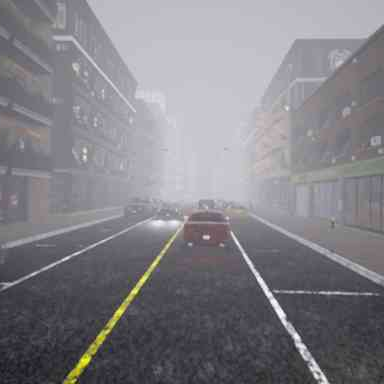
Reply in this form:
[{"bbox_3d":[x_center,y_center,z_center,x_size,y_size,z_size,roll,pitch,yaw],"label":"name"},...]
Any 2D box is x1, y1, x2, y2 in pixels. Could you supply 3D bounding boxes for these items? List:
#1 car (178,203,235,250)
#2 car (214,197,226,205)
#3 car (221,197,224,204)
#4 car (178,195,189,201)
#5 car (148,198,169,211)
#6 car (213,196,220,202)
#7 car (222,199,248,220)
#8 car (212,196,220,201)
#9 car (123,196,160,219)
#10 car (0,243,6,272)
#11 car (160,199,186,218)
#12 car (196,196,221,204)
[{"bbox_3d":[0.632,1.500,14.573,1.882,1.535,5.008,1,0,2],"label":"car"},{"bbox_3d":[5.285,1.679,62.605,2.008,1.369,4.403,1,0,2],"label":"car"},{"bbox_3d":[4.319,1.643,40.082,1.887,1.381,4.507,1,0,2],"label":"car"},{"bbox_3d":[-2.362,1.570,79.862,2.008,1.369,4.403,1,0,2],"label":"car"},{"bbox_3d":[-4.053,1.513,40.446,1.887,1.381,4.507,1,0,2],"label":"car"},{"bbox_3d":[6.260,1.682,85.299,1.752,1.417,4.829,1,0,2],"label":"car"},{"bbox_3d":[3.843,1.609,28.989,1.752,1.417,4.829,1,0,2],"label":"car"},{"bbox_3d":[6.493,1.729,90.761,1.947,1.339,4.313,1,0,2],"label":"car"},{"bbox_3d":[-4.531,1.268,29.183,2.192,1.841,5.009,1,0,2],"label":"car"},{"bbox_3d":[-5.504,1.502,6.658,1.802,1.307,4.206,1,0,2],"label":"car"},{"bbox_3d":[-1.906,1.595,29.724,1.895,1.301,4.718,1,0,3],"label":"car"},{"bbox_3d":[1.355,1.398,31.372,2.097,1.767,4.553,1,0,2],"label":"car"}]
